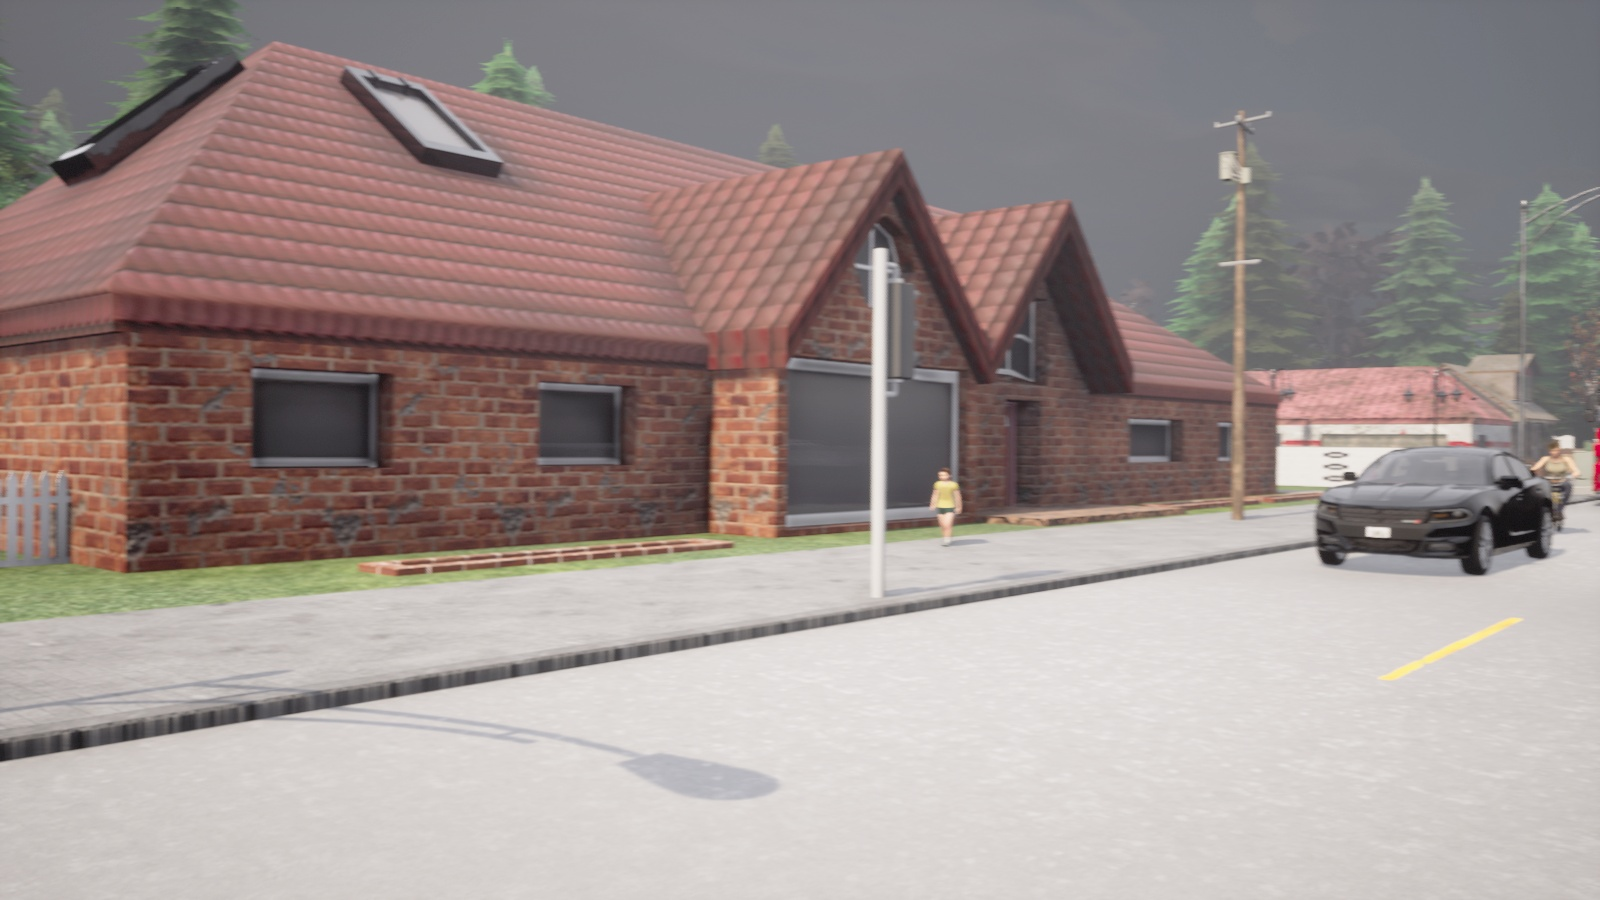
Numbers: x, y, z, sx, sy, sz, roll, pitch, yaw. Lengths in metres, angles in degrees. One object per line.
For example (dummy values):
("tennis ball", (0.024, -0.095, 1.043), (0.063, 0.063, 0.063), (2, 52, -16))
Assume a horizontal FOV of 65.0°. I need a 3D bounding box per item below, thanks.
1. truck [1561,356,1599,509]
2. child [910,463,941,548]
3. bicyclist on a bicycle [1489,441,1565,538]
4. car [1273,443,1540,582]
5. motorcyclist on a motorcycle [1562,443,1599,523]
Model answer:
("truck", (23.270, -0.422, 34.321), (2.891, 3.827, 8.468), (1, 0, 40))
("child", (1.695, 0.740, 16.919), (0.255, 1.110, 0.394), (1, 0, 34))
("bicyclist on a bicycle", (12.690, 0.660, 21.904), (0.866, 1.612, 1.509), (1, 0, 40))
("car", (8.093, 0.693, 16.484), (1.882, 1.535, 5.008), (1, 1, 41))
("motorcyclist on a motorcycle", (17.119, 0.682, 27.112), (0.766, 1.649, 2.350), (1, 1, 40))
